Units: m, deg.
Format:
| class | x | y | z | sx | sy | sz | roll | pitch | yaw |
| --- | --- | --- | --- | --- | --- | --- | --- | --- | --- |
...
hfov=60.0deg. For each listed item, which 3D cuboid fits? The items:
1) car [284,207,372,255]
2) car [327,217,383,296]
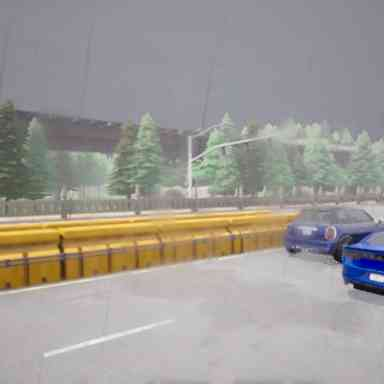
| class | x | y | z | sx | sy | sz | roll | pitch | yaw |
| --- | --- | --- | --- | --- | --- | --- | --- | --- | --- |
| car | 5.425 | 1.301 | 11.918 | 4.553 | 1.767 | 2.097 | 0 | 0 | -36 |
| car | 5.473 | 1.438 | 7.653 | 5.008 | 1.535 | 1.882 | 0 | 0 | -36 |
